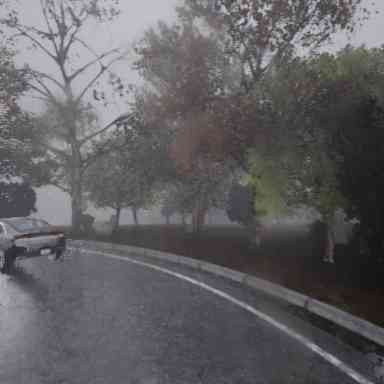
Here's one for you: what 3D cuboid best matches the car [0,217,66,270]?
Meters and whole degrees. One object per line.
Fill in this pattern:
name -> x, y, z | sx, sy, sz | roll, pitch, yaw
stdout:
car -> -6.328, 1.661, 11.749 | 4.902, 1.511, 2.128 | -1, -1, 40
